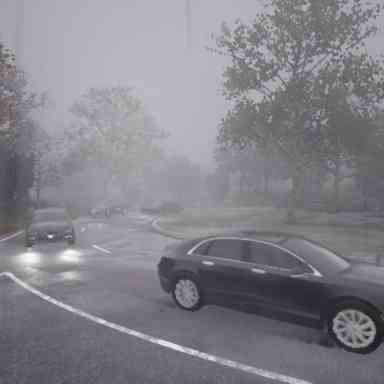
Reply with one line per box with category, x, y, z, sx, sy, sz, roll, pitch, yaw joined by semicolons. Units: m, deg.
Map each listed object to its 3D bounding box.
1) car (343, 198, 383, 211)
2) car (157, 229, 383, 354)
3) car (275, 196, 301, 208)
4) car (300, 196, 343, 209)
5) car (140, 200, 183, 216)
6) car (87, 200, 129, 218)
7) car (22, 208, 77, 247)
car;20.793;1.529;40.326;4.892;1.490;1.837;0;0;29
car;1.548;1.505;6.207;4.892;1.490;1.837;-1;0;35
car;13.652;1.298;45.347;4.553;1.767;2.097;0;0;4
car;16.298;1.543;41.913;4.181;1.385;1.994;1;0;12
car;-2.945;1.544;33.578;2.033;1.411;5.357;0;0;31
car;-7.545;1.490;30.356;2.128;1.511;4.902;0;0;18
car;-6.458;1.506;15.205;1.837;1.490;4.892;0;0;-23
